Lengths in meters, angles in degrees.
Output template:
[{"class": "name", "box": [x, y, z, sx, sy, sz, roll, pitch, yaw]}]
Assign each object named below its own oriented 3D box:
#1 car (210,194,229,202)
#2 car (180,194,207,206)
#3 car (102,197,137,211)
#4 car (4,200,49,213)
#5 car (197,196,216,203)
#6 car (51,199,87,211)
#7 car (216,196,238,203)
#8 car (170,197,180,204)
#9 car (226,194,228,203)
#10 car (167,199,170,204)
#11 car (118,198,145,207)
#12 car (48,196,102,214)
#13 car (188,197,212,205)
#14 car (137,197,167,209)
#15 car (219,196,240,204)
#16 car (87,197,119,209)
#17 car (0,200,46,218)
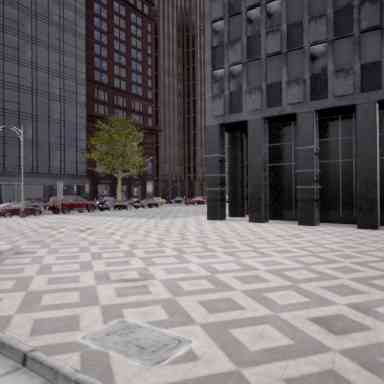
[{"class": "car", "box": [6.392, 1.297, 75.922, 2.192, 1.841, 5.009, -1, 0, 35]}, {"class": "car", "box": [0.632, 1.463, 52.498, 1.887, 1.381, 4.507, -1, 0, 35]}, {"class": "car", "box": [-8.952, 1.525, 38.559, 1.947, 1.339, 4.313, -1, 0, 35]}, {"class": "car", "box": [-19.169, 1.643, 38.746, 1.947, 1.339, 4.313, -1, 0, 35]}, {"class": "car", "box": [3.198, 1.536, 71.274, 1.887, 1.381, 4.507, -1, 0, 35]}, {"class": "car", "box": [-15.974, 1.643, 43.393, 1.802, 1.307, 4.206, -1, 0, 35]}, {"class": "car", "box": [7.138, 1.470, 66.496, 2.033, 1.411, 5.357, -1, 0, 35]}, {"class": "car", "box": [-3.193, 1.575, 61.980, 1.947, 1.339, 4.313, -1, 0, 35]}, {"class": "car", "box": [3.825, 1.223, 57.145, 2.192, 1.841, 5.009, -1, 0, 35]}, {"class": "car", "box": [-6.485, 1.545, 57.192, 1.752, 1.417, 4.829, -1, 0, 35]}, {"class": "car", "box": [-9.583, 1.614, 52.686, 1.802, 1.307, 4.206, -1, 0, 35]}, {"class": "car", "box": [-12.149, 1.291, 33.914, 2.192, 1.841, 5.009, -1, 0, 35]}, {"class": "car", "box": [1.477, 1.540, 58.265, 1.895, 1.301, 4.718, -1, 0, 34]}, {"class": "car", "box": [-5.758, 1.510, 43.205, 1.947, 1.339, 4.313, -1, 0, 35]}, {"class": "car", "box": [7.022, 1.464, 61.790, 1.947, 1.339, 4.313, -1, 0, 35]}, {"class": "car", "box": [-12.781, 1.485, 48.039, 1.967, 1.590, 4.097, -1, 0, 35]}, {"class": "car", "box": [-15.342, 1.577, 29.267, 1.802, 1.307, 4.206, -1, 0, 35]}]
